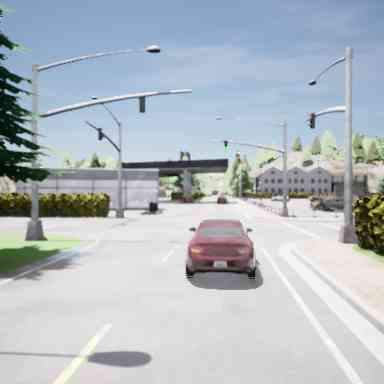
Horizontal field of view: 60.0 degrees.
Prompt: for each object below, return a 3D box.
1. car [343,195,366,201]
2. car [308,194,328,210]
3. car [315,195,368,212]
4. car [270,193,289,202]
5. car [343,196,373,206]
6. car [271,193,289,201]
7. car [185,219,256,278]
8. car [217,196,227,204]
[{"bbox_3d":[38.326,1.394,78.692,4.514,1.523,2.007,0,0,5],"label":"car"},{"bbox_3d":[16.428,1.372,39.184,5.027,1.636,2.152,0,0,5],"label":"car"},{"bbox_3d":[16.212,1.380,36.054,4.514,1.523,2.007,0,0,5],"label":"car"},{"bbox_3d":[19.306,1.411,73.320,3.806,1.475,1.970,0,0,5],"label":"car"},{"bbox_3d":[25.087,1.383,50.330,3.633,1.501,1.845,0,0,5],"label":"car"},{"bbox_3d":[20.200,1.130,76.580,3.866,1.878,1.905,0,0,5],"label":"car"},{"bbox_3d":[0.869,1.529,10.055,1.812,1.442,4.674,0,0,5],"label":"car"},{"bbox_3d":[5.744,1.495,63.261,1.882,1.535,5.008,0,0,5],"label":"car"}]
